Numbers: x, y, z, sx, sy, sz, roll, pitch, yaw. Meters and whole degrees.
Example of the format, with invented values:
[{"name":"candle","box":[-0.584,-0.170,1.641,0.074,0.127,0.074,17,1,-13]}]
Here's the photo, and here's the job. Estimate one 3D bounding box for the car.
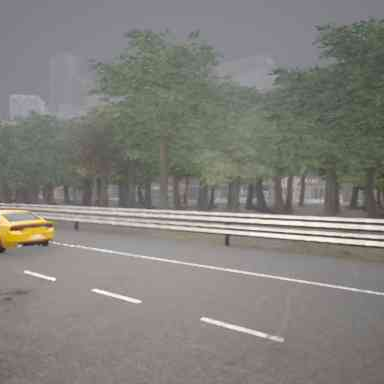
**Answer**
[{"name":"car","box":[-7.714,1.477,13.687,5.008,1.535,1.882,0,0,36]}]
